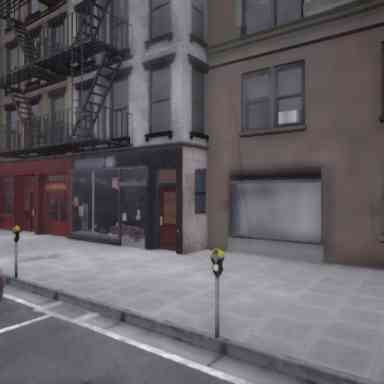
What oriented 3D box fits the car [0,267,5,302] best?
[{"bbox_3d":[-5.309,1.579,6.597,4.206,1.307,1.802,0,0,36],"label":"car"}]
